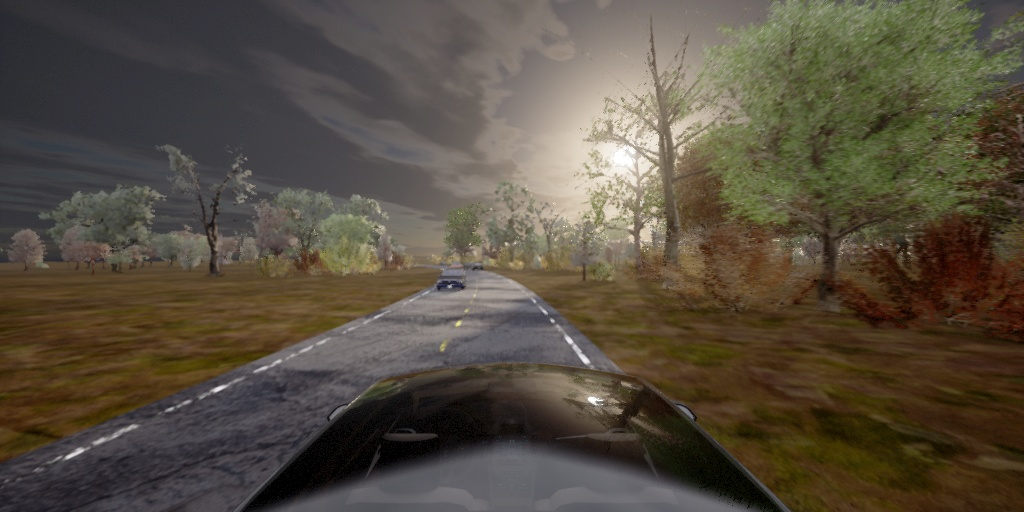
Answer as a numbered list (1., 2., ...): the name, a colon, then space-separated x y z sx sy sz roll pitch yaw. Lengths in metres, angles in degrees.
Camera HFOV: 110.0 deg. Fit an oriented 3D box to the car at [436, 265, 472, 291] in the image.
1. car: -4.090 1.573 25.091 2.033 1.411 5.357 0 -1 -5
